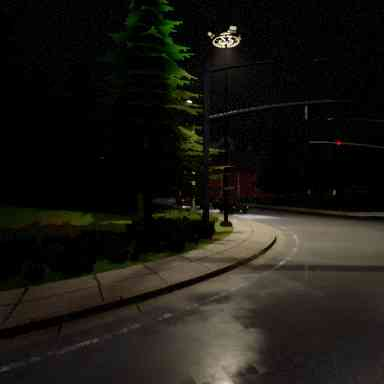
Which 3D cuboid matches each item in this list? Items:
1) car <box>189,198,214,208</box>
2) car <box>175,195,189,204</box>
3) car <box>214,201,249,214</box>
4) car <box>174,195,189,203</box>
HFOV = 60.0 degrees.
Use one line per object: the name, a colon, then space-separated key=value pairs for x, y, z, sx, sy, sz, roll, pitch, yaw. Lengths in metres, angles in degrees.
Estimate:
car: x=1.674 y=1.221 z=45.322 sx=2.150 sy=2.045 sz=5.566 roll=0 pitch=0 yaw=-16
car: x=-1.202 y=1.352 z=55.210 sx=2.097 sy=1.767 sz=4.553 roll=0 pitch=0 yaw=-17
car: x=4.354 y=1.601 z=35.633 sx=1.895 sy=1.301 sz=4.718 roll=0 pitch=0 yaw=-15
car: x=-2.276 y=1.500 z=70.999 sx=2.128 sy=1.511 sz=4.902 roll=0 pitch=0 yaw=-17
